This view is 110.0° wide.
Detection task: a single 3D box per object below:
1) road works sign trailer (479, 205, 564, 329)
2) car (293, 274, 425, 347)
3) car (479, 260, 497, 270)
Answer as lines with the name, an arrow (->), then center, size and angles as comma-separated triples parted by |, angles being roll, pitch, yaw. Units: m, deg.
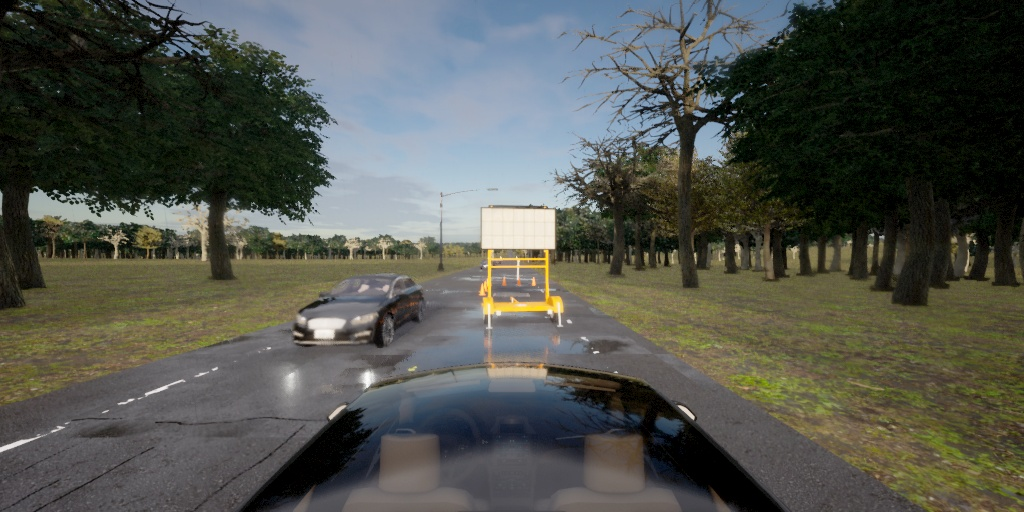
road works sign trailer -> 0.180, 0.211, 11.369 | 2.380, 3.560, 2.880 | 0, 0, -8
car -> -3.612, 1.238, 9.362 | 2.128, 1.511, 4.902 | 0, 0, 0
car -> -3.675, 1.281, 52.269 | 2.128, 1.511, 4.902 | 0, 0, 0
